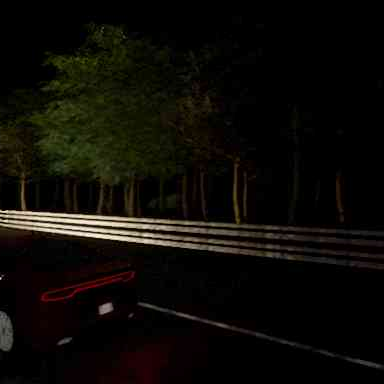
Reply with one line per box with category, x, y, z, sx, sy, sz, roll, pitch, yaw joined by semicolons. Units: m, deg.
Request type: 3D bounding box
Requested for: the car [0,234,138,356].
car;-3.221;1.536;6.242;5.008;1.535;1.882;-1;0;37
